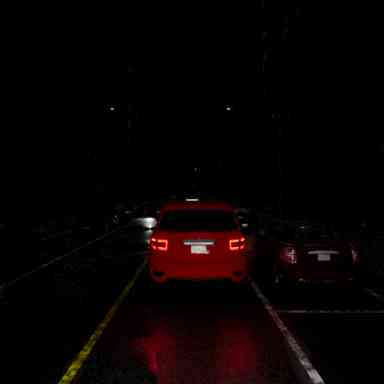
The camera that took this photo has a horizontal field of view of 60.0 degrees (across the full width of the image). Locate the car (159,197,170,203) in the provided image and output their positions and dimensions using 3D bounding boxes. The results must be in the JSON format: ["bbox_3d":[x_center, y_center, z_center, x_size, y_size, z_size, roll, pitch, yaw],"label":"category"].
[{"bbox_3d":[-5.617,1.626,68.244,1.802,1.307,4.206,0,0,0],"label":"car"}]

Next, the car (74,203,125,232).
[{"bbox_3d":[-5.666,1.567,20.138,1.947,1.339,4.313,0,0,0],"label":"car"}]

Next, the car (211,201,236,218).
[{"bbox_3d":[2.863,1.569,31.138,1.947,1.339,4.313,0,0,0],"label":"car"}]

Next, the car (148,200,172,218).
[{"bbox_3d":[-2.993,1.565,31.914,1.837,1.490,4.892,0,0,0],"label":"car"}]

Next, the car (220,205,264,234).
[{"bbox_3d":[2.859,1.552,20.135,2.008,1.369,4.403,0,0,0],"label":"car"}]

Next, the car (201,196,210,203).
[{"bbox_3d":[2.919,1.580,73.807,1.752,1.417,4.829,0,0,0],"label":"car"}]

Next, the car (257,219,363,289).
[{"bbox_3d":[2.856,1.440,9.132,1.967,1.590,4.097,0,0,0],"label":"car"}]

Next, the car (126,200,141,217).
[{"bbox_3d":[-5.663,1.444,31.141,1.967,1.590,4.097,0,0,0],"label":"car"}]

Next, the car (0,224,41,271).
[{"bbox_3d":[-5.669,1.582,9.135,1.802,1.307,4.206,0,0,0],"label":"car"}]

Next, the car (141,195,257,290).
[{"bbox_3d":[0.106,1.221,9.216,2.150,2.045,5.566,0,0,-1],"label":"car"}]

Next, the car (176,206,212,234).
[{"bbox_3d":[0.104,1.602,19.986,1.895,1.301,4.718,0,0,0],"label":"car"}]

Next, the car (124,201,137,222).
[{"bbox_3d":[-5.665,1.584,25.639,1.802,1.307,4.206,0,0,0],"label":"car"}]

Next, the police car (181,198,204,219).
[{"bbox_3d":[0.008,1.428,30.250,1.930,1.638,5.238,0,0,0],"label":"police car"}]

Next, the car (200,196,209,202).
[{"bbox_3d":[2.931,1.617,79.046,2.008,1.369,4.403,0,0,0],"label":"car"}]
